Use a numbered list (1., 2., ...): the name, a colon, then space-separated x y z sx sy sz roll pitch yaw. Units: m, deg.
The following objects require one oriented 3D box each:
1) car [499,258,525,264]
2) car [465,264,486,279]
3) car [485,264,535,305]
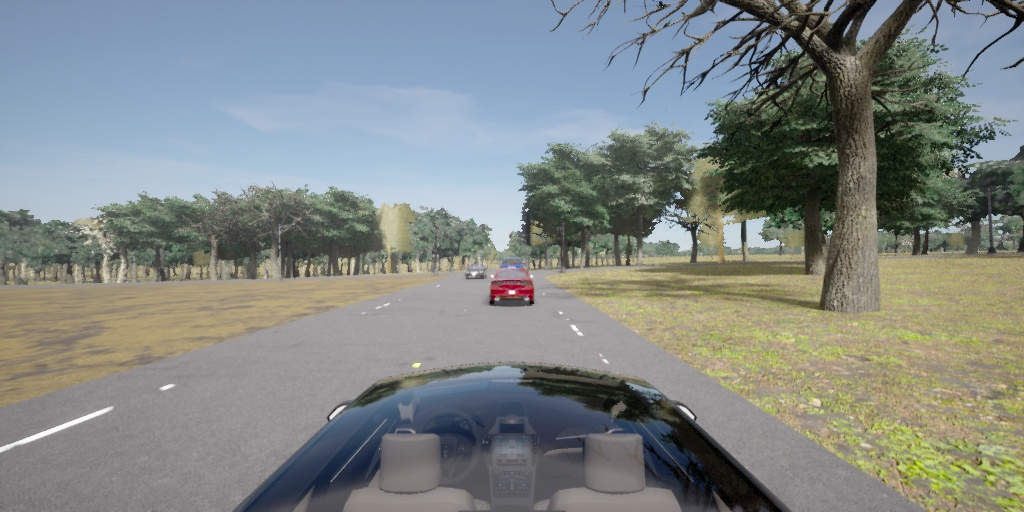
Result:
1. car: 0.000 1.202 31.568 2.150 2.045 5.566 0 -1 0
2. car: -3.500 1.503 35.535 2.128 1.511 4.902 0 -1 0
3. car: 0.000 1.290 16.534 1.882 1.535 5.008 0 0 0
